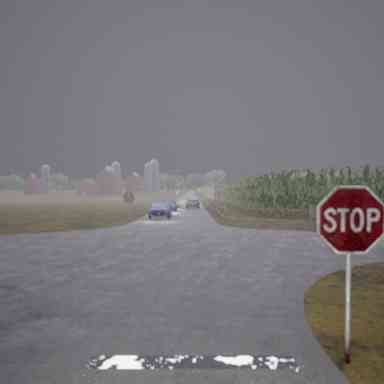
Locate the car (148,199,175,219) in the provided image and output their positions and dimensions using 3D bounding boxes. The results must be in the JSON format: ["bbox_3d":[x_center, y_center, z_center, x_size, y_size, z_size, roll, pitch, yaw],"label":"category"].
[{"bbox_3d":[-2.840,1.585,30.605,1.882,1.535,5.008,0,0,0],"label":"car"}]

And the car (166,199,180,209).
[{"bbox_3d":[-2.820,1.758,50.696,1.895,1.301,4.718,0,0,0],"label":"car"}]

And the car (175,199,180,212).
[{"bbox_3d":[-2.829,1.698,40.662,1.994,1.385,4.181,0,0,0],"label":"car"}]

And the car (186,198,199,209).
[{"bbox_3d":[0.121,1.645,48.979,2.128,1.511,4.902,0,0,0],"label":"car"}]
